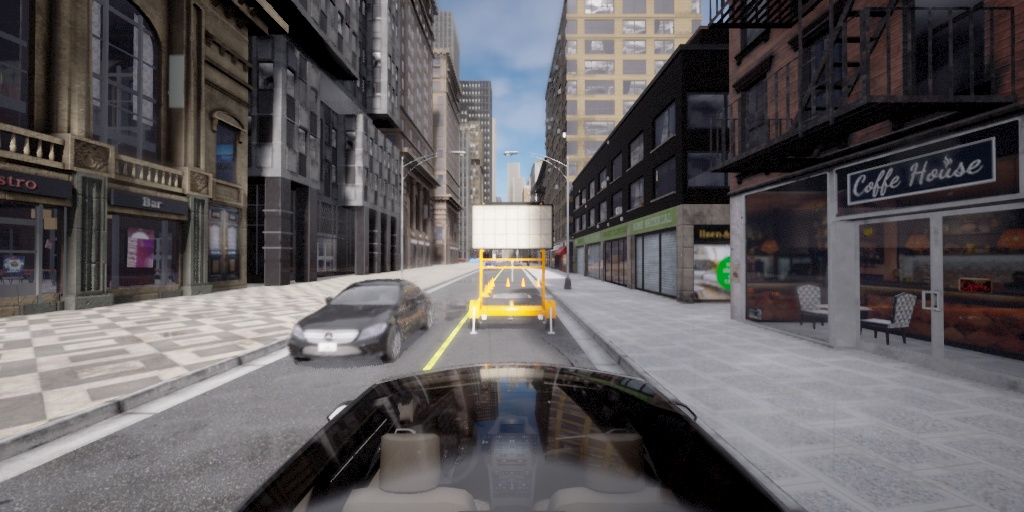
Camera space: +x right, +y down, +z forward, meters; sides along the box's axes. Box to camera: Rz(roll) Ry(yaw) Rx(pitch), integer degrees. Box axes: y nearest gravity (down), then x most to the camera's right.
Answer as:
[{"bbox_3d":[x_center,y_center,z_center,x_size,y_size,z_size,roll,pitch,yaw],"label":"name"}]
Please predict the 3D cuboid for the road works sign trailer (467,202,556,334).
[{"bbox_3d":[0.011,0.216,10.613,2.380,3.560,2.880,0,0,0],"label":"road works sign trailer"}]

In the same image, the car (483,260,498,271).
[{"bbox_3d":[-3.063,1.341,52.390,1.812,1.442,4.674,0,0,0],"label":"car"}]

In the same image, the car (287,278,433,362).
[{"bbox_3d":[-3.097,1.277,8.354,1.812,1.442,4.674,0,0,0],"label":"car"}]
